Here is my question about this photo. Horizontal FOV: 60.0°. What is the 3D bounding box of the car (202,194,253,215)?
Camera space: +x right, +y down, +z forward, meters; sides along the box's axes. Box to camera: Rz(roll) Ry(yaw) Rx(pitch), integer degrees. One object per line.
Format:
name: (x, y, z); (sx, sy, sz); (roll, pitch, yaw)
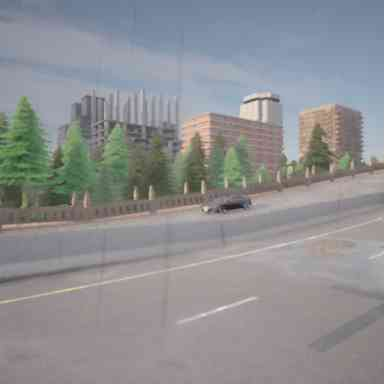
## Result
car: (3.041, 0.994, 28.417); (4.902, 1.511, 2.128); (-6, 3, -37)
